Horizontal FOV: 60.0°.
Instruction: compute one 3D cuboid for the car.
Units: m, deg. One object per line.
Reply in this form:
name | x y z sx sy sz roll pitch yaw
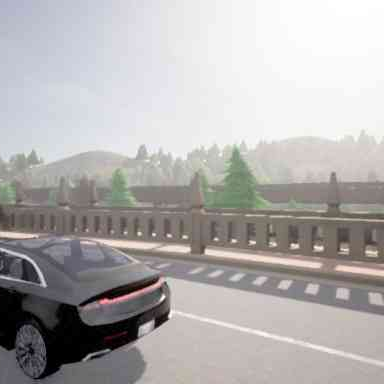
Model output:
car | -2.615 1.496 5.461 4.902 1.511 2.128 0 0 32
